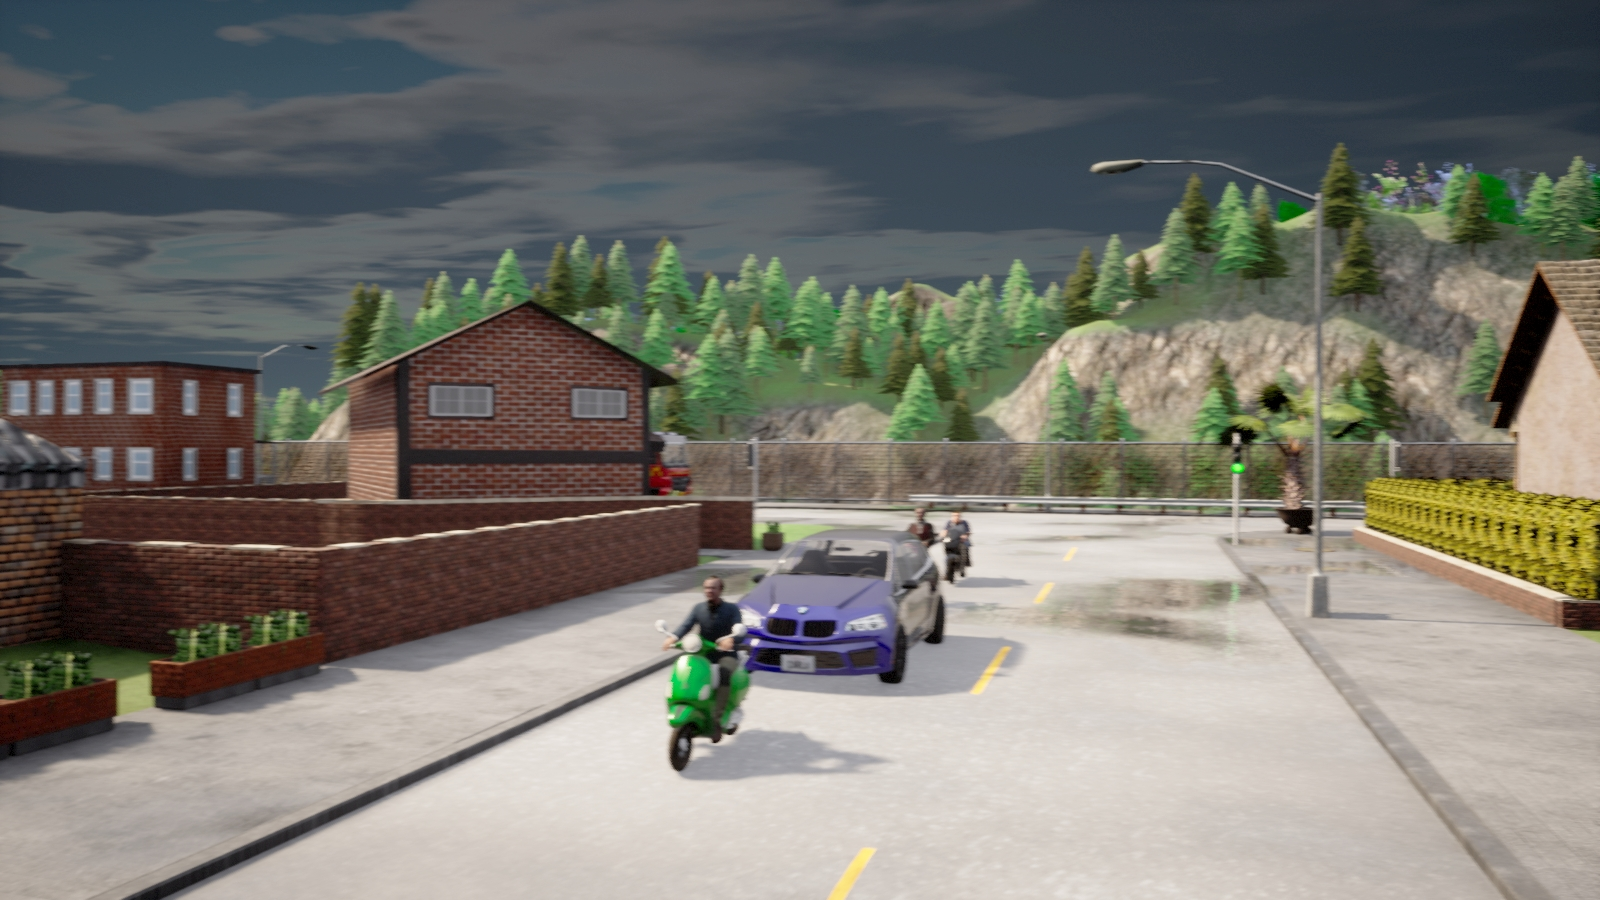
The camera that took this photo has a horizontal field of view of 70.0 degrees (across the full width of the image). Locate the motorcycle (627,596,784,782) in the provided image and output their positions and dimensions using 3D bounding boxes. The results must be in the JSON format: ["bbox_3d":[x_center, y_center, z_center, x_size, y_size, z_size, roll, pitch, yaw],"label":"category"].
[{"bbox_3d":[-0.830,2.137,10.621,0.856,1.316,1.805,0,0,16],"label":"motorcycle"}]

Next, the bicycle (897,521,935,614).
[{"bbox_3d":[2.096,2.065,20.462,0.329,1.471,1.835,0,0,16],"label":"bicycle"}]

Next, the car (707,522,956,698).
[{"bbox_3d":[0.630,1.968,15.455,2.242,1.667,4.611,0,0,17],"label":"car"}]

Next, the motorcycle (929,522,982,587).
[{"bbox_3d":[3.334,2.194,24.362,0.803,1.199,2.033,0,0,17],"label":"motorcycle"}]
